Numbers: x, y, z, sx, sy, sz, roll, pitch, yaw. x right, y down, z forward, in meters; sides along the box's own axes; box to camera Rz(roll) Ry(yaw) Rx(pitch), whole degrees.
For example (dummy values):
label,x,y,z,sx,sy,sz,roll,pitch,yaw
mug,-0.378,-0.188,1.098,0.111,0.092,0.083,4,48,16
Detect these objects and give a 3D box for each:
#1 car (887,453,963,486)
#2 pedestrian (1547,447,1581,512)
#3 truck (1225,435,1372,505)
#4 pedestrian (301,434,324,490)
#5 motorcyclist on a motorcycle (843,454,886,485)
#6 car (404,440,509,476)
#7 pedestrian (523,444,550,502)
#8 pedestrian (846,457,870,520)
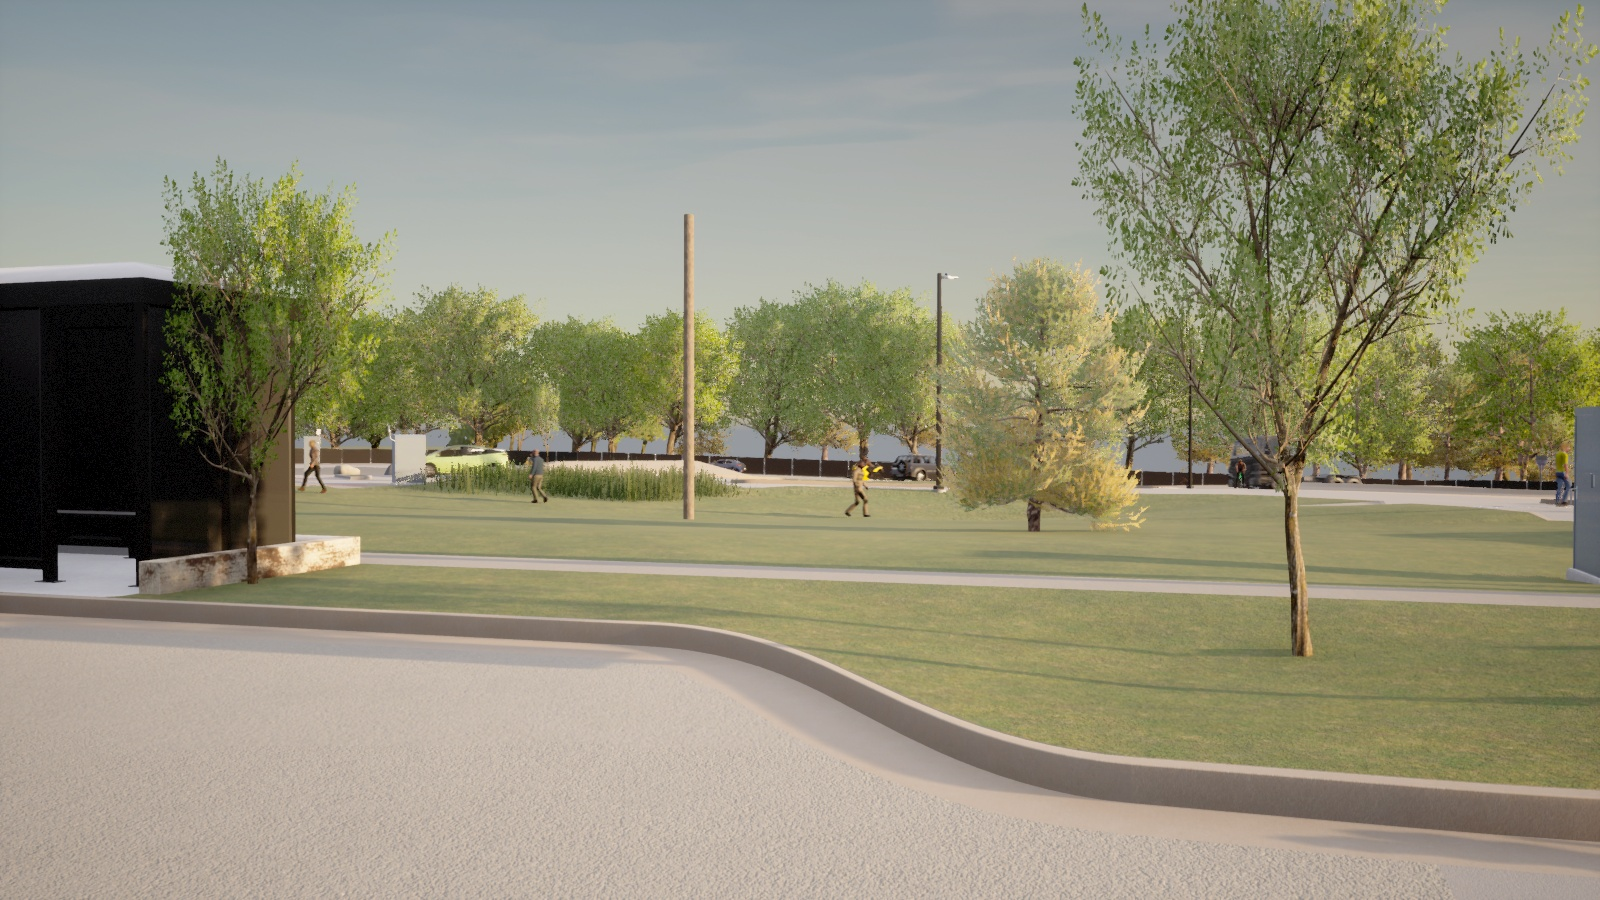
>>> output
label,x,y,z,sx,sy,sz,roll,pitch,yaw
car,7.654,1.222,76.412,4.605,1.855,1.932,3,-3,-40
pedestrian,21.761,0.845,35.787,0.706,1.836,0.354,1,1,2
truck,29.414,1.238,74.102,7.936,3.462,2.891,4,-6,-15
pedestrian,-16.157,0.397,41.639,0.331,1.846,0.634,1,1,42
motorcyclist on a motorcycle,3.336,1.033,65.092,2.044,1.523,0.797,3,-2,-25
car,-15.918,0.365,58.250,4.514,1.525,2.007,1,1,-20
pedestrian,-8.599,0.743,40.991,0.726,1.842,0.402,1,1,21
pedestrian,1.806,1.186,39.015,0.692,1.930,0.396,1,1,12
